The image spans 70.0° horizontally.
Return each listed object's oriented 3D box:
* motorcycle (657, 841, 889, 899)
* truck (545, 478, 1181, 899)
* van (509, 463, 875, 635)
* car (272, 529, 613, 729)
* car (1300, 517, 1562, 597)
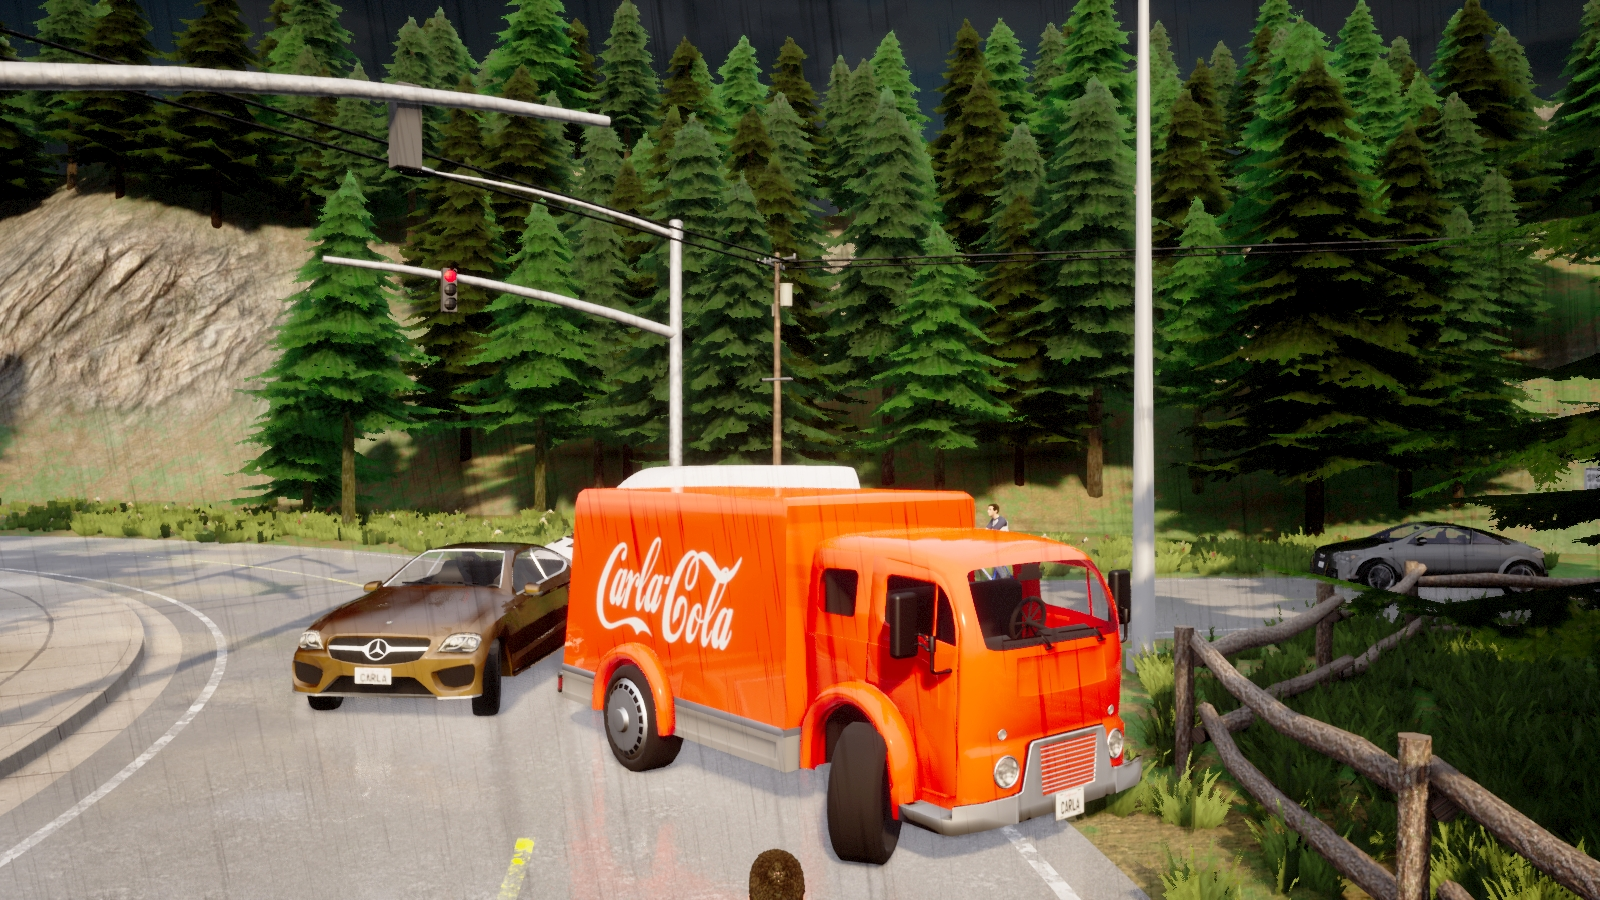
[{"bbox_3d":[-0.074,2.159,3.526,0.803,1.199,2.033,0,0,-2],"label":"motorcycle"},{"bbox_3d":[0.202,1.542,9.769,2.627,2.467,5.204,0,0,-39],"label":"truck"},{"bbox_3d":[-1.776,1.528,19.549,5.915,2.561,1.988,0,0,-27],"label":"van"},{"bbox_3d":[-4.038,1.970,14.038,2.152,1.651,5.027,0,0,6],"label":"car"},{"bbox_3d":[12.589,2.119,23.051,4.181,1.385,1.994,0,0,6],"label":"car"}]
